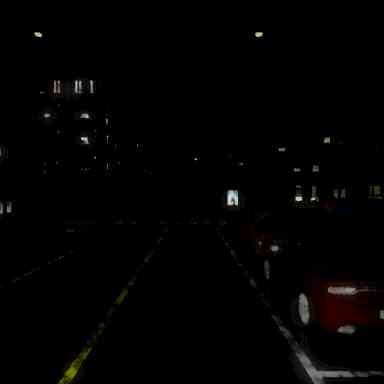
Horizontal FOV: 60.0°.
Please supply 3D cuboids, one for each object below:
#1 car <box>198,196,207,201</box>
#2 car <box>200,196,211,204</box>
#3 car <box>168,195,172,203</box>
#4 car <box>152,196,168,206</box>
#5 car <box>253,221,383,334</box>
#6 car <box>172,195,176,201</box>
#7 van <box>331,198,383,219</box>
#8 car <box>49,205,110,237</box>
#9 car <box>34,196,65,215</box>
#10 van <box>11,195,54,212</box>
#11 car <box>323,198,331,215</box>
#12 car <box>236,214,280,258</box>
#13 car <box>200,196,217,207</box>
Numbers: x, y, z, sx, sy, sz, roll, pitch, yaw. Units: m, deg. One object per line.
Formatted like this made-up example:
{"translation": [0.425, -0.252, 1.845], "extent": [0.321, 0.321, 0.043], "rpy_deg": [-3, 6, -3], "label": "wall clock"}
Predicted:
{"translation": [2.684, 1.623, 84.825], "extent": [2.008, 1.369, 4.403], "rpy_deg": [-1, 0, 0], "label": "car"}
{"translation": [2.684, 1.595, 67.735], "extent": [2.008, 1.369, 4.403], "rpy_deg": [0, 0, 0], "label": "car"}
{"translation": [-5.696, 1.595, 67.722], "extent": [2.008, 1.369, 4.403], "rpy_deg": [0, 0, 0], "label": "car"}
{"translation": [-5.696, 1.579, 56.329], "extent": [2.008, 1.369, 4.403], "rpy_deg": [0, 0, 0], "label": "car"}
{"translation": [2.685, 1.542, 6.779], "extent": [1.887, 1.381, 4.507], "rpy_deg": [0, 0, 0], "label": "car"}
{"translation": [-5.696, 1.597, 84.642], "extent": [1.752, 1.417, 4.829], "rpy_deg": [0, 0, 0], "label": "car"}
{"translation": [14.658, 1.412, 28.939], "extent": [3.998, 1.788, 1.690], "rpy_deg": [0, 0, 0], "label": "van"}
{"translation": [-5.696, 1.525, 18.007], "extent": [1.752, 1.417, 4.829], "rpy_deg": [0, 0, 0], "label": "car"}
{"translation": [-13.761, 1.416, 31.416], "extent": [4.892, 1.490, 1.837], "rpy_deg": [1, 0, 0], "label": "car"}
{"translation": [-17.764, 1.289, 37.078], "extent": [3.998, 1.788, 1.690], "rpy_deg": [0, 0, 0], "label": "van"}
{"translation": [15.019, 1.339, 31.629], "extent": [4.553, 1.767, 2.097], "rpy_deg": [0, 0, 0], "label": "car"}
{"translation": [2.685, 1.523, 12.646], "extent": [1.752, 1.417, 4.829], "rpy_deg": [0, 0, 0], "label": "car"}
{"translation": [2.684, 1.461, 50.644], "extent": [1.967, 1.590, 4.097], "rpy_deg": [0, 0, 0], "label": "car"}
